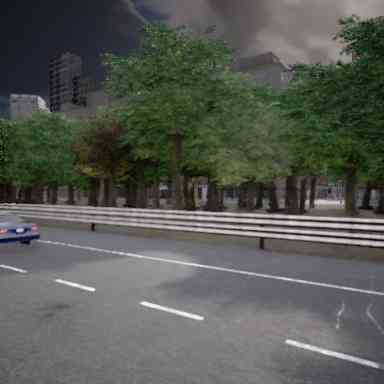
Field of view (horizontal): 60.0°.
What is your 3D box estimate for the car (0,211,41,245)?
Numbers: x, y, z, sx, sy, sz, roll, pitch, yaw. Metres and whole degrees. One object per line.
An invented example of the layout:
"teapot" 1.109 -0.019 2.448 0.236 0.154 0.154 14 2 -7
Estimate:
"car" -8.732 1.546 14.410 5.357 1.411 2.033 0 0 36
